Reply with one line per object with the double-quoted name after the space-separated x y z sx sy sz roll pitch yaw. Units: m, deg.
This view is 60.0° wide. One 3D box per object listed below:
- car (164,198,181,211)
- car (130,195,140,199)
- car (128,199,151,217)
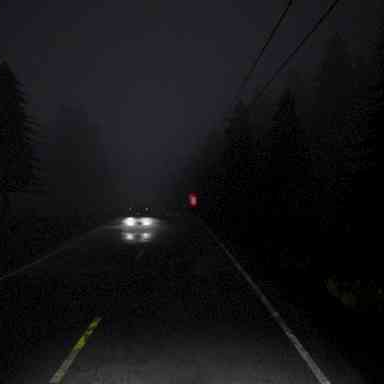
-2.399 1.494 41.399 2.128 1.511 4.902 0 0 -5 "car"
-12.483 1.467 72.661 1.812 1.442 4.674 0 0 -21 "car"
-4.961 1.606 31.783 1.895 1.301 4.718 0 0 -5 "car"
